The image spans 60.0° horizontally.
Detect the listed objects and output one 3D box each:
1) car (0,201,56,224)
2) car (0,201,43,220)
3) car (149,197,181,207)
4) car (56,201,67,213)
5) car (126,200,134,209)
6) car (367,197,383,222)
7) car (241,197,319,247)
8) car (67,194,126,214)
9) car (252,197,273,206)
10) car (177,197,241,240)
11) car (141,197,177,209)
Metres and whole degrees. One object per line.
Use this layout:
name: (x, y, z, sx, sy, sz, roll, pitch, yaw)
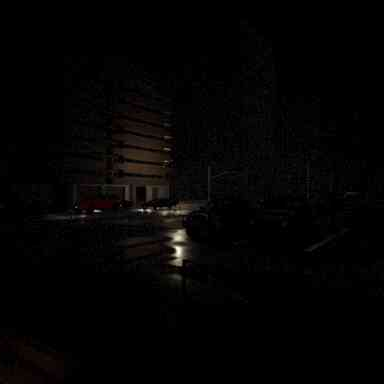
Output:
car: (-13.360, 1.491, 25.185, 2.128, 1.511, 4.902, 0, 0, 34)
car: (-15.411, 1.564, 28.694, 1.994, 1.385, 4.181, 0, 0, 34)
car: (-4.121, 1.547, 51.719, 2.033, 1.411, 5.357, 0, 0, 35)
car: (-15.327, 1.601, 35.098, 1.895, 1.301, 4.718, 0, 0, 34)
car: (-9.952, 1.547, 43.102, 2.033, 1.411, 5.357, 0, 0, 34)
car: (15.935, 1.395, 27.290, 1.970, 1.475, 3.806, 0, 0, 34)
car: (3.909, 1.156, 14.336, 1.905, 1.878, 3.866, 0, 0, 34)
car: (-10.305, 1.221, 36.295, 2.150, 2.045, 5.566, 0, 0, 34)
car: (12.090, 1.526, 56.754, 1.812, 1.442, 4.674, 0, 0, 34)
car: (1.542, 1.153, 16.003, 1.932, 1.855, 4.605, 0, 0, 34)
car: (-4.497, 1.547, 44.933, 2.033, 1.411, 5.357, 0, 0, 34)
